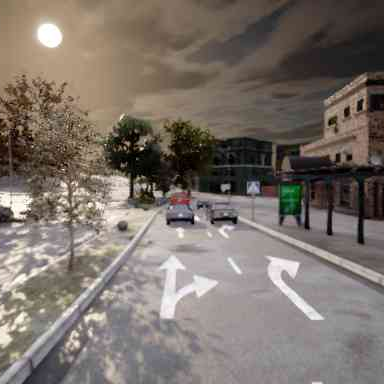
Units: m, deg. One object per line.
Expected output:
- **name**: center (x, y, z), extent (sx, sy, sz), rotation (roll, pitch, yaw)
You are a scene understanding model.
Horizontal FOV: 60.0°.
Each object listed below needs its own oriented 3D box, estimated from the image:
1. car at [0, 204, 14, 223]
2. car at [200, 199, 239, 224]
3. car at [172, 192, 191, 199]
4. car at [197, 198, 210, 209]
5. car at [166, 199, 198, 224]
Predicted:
- **car**: center (-14.717, 1.408, 22.480), extent (4.892, 1.521, 2.231), rotation (0, 0, -4)
- **car**: center (2.016, 1.460, 23.718), extent (2.033, 1.411, 5.357), rotation (0, 0, -3)
- **car**: center (-1.311, 1.002, 40.541), extent (2.150, 2.045, 5.566), rotation (0, 1, 1)
- **car**: center (1.582, 1.376, 40.850), extent (1.895, 1.301, 4.718), rotation (0, 1, 2)
- **car**: center (-0.867, 1.482, 23.806), extent (1.994, 1.385, 4.181), rotation (0, 0, -4)
